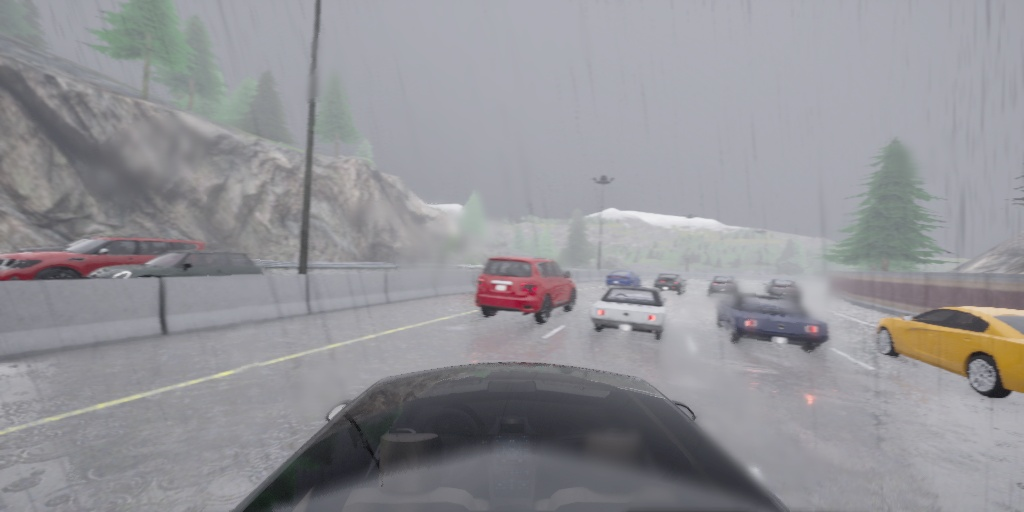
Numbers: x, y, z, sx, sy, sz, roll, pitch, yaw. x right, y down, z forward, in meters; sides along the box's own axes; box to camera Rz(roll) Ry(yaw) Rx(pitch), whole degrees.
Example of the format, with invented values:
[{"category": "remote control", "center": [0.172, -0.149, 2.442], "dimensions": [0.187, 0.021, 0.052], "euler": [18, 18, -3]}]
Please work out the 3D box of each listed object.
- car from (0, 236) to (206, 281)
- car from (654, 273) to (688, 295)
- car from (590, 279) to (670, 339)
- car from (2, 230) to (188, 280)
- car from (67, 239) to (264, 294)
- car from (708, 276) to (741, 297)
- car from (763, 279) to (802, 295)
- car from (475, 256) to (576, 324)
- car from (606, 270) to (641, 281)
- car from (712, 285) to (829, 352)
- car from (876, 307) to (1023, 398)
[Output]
[{"category": "car", "center": [-14.465, 0.279, 13.226], "dimensions": [2.150, 2.045, 5.566], "euler": [3, -1, 22]}, {"category": "car", "center": [11.957, 2.068, 27.082], "dimensions": [1.837, 1.490, 4.892], "euler": [3, -1, 31]}, {"category": "car", "center": [3.838, 1.622, 11.314], "dimensions": [1.895, 1.301, 4.718], "euler": [3, 0, 23]}, {"category": "car", "center": [-20.147, 0.007, 17.820], "dimensions": [2.150, 2.045, 5.566], "euler": [3, 0, 22]}, {"category": "car", "center": [-11.093, 0.582, 12.188], "dimensions": [2.097, 1.767, 4.553], "euler": [3, 0, 22]}, {"category": "car", "center": [15.532, 2.240, 26.240], "dimensions": [2.128, 1.511, 4.902], "euler": [3, 0, 31]}, {"category": "car", "center": [19.159, 2.428, 25.478], "dimensions": [2.128, 1.511, 4.902], "euler": [3, 0, 31]}, {"category": "car", "center": [0.738, 1.088, 12.902], "dimensions": [2.150, 2.045, 5.566], "euler": [3, 0, 23]}, {"category": "car", "center": [9.122, 1.904, 29.147], "dimensions": [1.882, 1.535, 5.008], "euler": [3, -1, 31]}, {"category": "car", "center": [7.387, 1.807, 10.710], "dimensions": [1.895, 1.301, 4.718], "euler": [3, 0, 24]}, {"category": "car", "center": [9.758, 1.786, 7.332], "dimensions": [1.882, 1.535, 5.008], "euler": [3, 0, 23]}]
